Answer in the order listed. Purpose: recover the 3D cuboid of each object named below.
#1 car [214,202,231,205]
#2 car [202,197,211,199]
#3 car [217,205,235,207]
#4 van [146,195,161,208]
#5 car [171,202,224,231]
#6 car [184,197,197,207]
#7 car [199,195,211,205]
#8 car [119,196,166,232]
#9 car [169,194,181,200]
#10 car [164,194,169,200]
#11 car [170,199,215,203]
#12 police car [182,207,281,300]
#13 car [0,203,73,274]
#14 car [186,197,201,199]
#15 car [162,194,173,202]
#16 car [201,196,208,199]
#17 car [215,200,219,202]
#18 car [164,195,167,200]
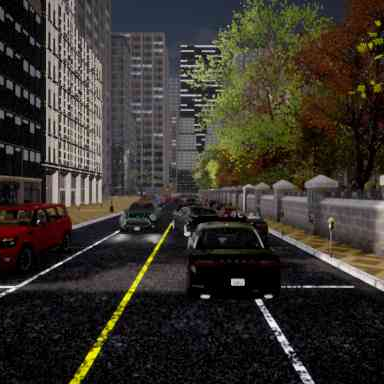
[{"bbox_3d":[2.499,1.578,21.661,1.802,1.307,4.206,0,0,0],"label":"car"},{"bbox_3d":[2.419,1.557,38.310,1.947,1.339,4.313,0,0,0],"label":"car"},{"bbox_3d":[2.526,1.548,16.111,2.008,1.369,4.403,0,0,0],"label":"car"},{"bbox_3d":[-5.659,1.327,49.463,1.690,1.788,3.998,0,0,0],"label":"van"},{"bbox_3d":[0.174,1.502,18.208,1.837,1.490,4.892,0,0,-15],"label":"car"},{"bbox_3d":[-0.215,1.531,53.451,2.033,1.411,5.357,0,0,0],"label":"car"},{"bbox_3d":[2.313,1.418,60.509,1.967,1.590,4.097,0,0,0],"label":"car"},{"bbox_3d":[-2.907,1.349,19.798,2.097,1.767,4.553,0,0,0],"label":"car"},{"bbox_3d":[-3.024,1.539,65.028,1.994,1.385,4.181,0,0,0],"label":"car"},{"bbox_3d":[-5.712,1.504,60.374,1.752,1.417,4.829,0,0,0],"label":"car"},{"bbox_3d":[0.078,1.501,24.801,1.837,1.490,4.892,0,0,17],"label":"car"},{"bbox_3d":[0.819,1.424,8.585,1.930,1.638,5.238,0,0,0],"label":"police car"},{"bbox_3d":[-5.475,1.314,10.673,2.192,1.841,5.009,0,0,0],"label":"car"},{"bbox_3d":[-0.156,1.515,43.468,1.812,1.442,4.674,0,0,0],"label":"car"},{"bbox_3d":[-5.647,1.282,77.167,2.192,1.841,5.009,0,0,0],"label":"car"},{"bbox_3d":[2.366,1.568,49.410,1.802,1.307,4.206,0,0,0],"label":"car"},{"bbox_3d":[2.472,1.561,27.211,1.947,1.339,4.313,0,0,0],"label":"car"},{"bbox_3d":[-5.686,1.564,55.004,1.802,1.307,4.206,0,0,0],"label":"car"}]
